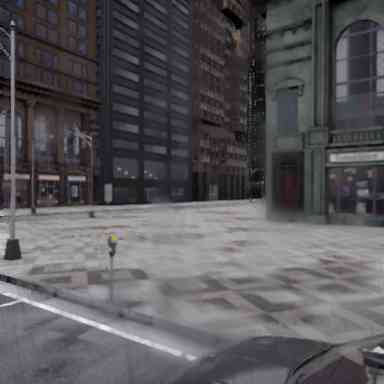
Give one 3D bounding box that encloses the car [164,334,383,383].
[{"bbox_3d":[1.696,1.534,1.745,4.403,1.369,2.008,0,1,35],"label":"car"}]
